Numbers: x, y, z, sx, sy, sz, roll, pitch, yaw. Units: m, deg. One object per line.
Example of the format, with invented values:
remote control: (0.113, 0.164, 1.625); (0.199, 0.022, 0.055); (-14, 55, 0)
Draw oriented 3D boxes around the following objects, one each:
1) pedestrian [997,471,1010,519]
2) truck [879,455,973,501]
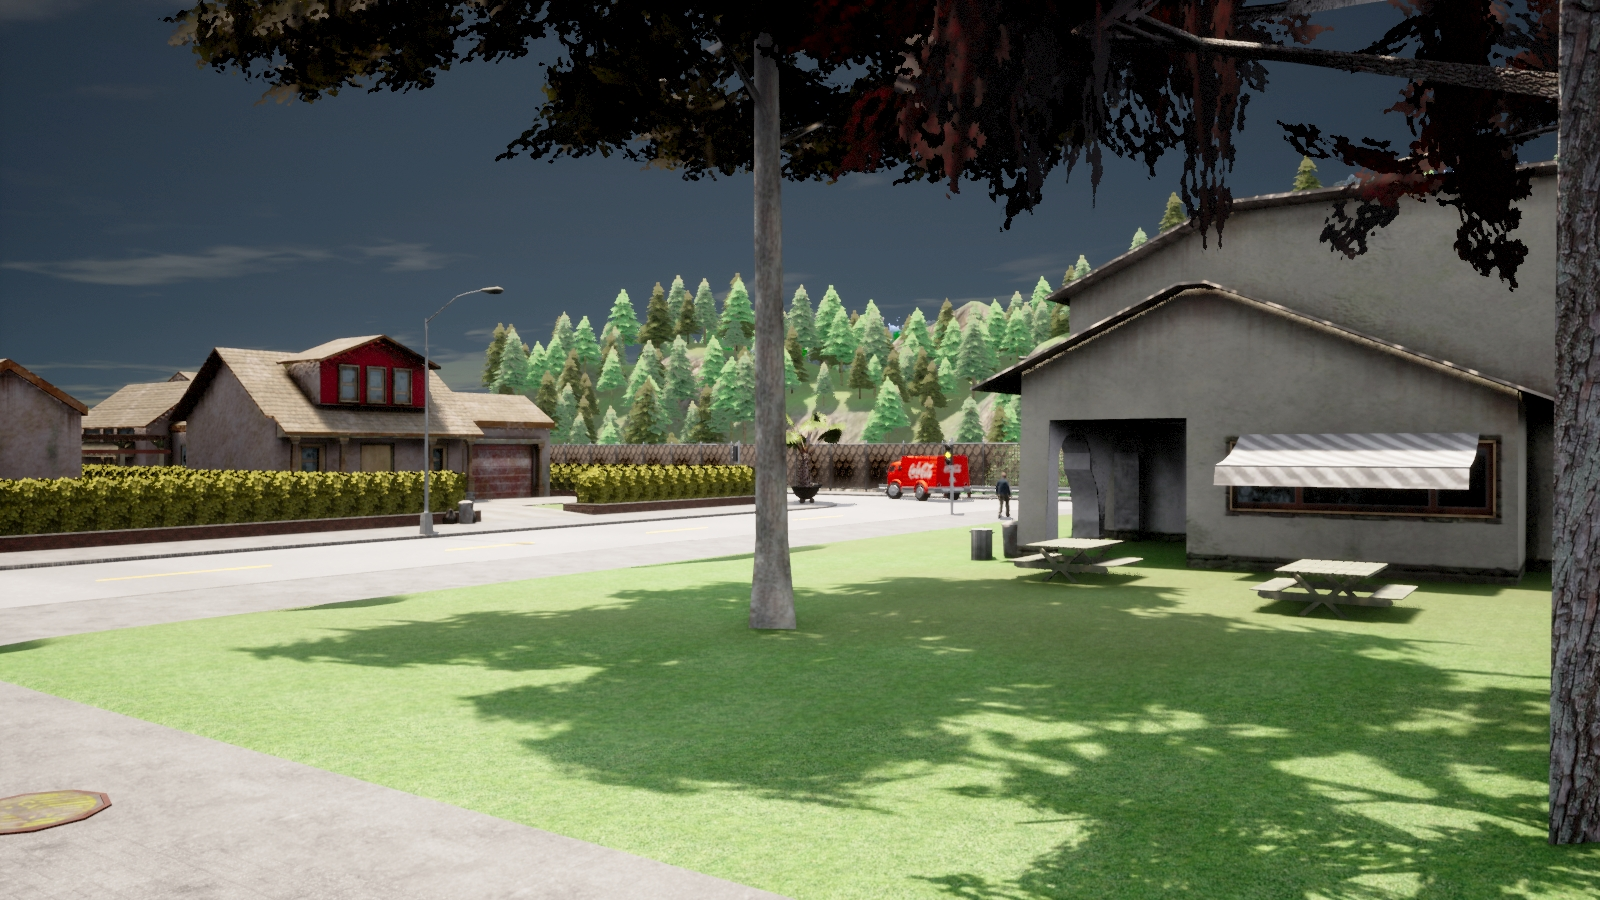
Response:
pedestrian: (7.941, 1.737, 44.487); (0.375, 1.860, 0.375); (0, 0, 35)
truck: (6.987, 1.555, 63.950); (2.627, 2.467, 5.204); (0, -1, -30)
